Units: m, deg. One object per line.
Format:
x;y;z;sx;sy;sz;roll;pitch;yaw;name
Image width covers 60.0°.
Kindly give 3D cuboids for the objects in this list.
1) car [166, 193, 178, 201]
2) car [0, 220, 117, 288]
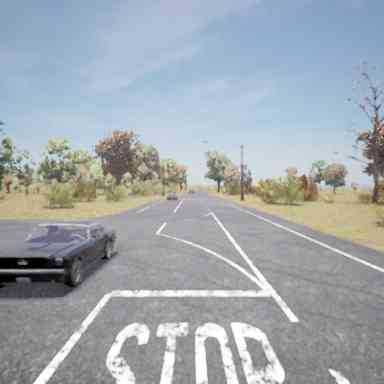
-3.482;0.904;59.537;1.994;1.385;4.181;0;1;0;car
-3.507;1.503;9.121;1.895;1.301;4.718;0;1;0;car
